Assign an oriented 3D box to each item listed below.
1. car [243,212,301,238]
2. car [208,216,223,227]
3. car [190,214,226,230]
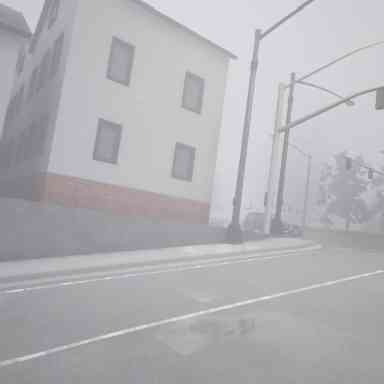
[{"bbox_3d":[6.987,2.946,29.608,2.150,2.045,5.566,12,-7,-35],"label":"car"},{"bbox_3d":[0.985,3.291,37.918,2.033,1.411,5.357,12,-7,-35],"label":"car"},{"bbox_3d":[1.961,3.868,42.839,1.837,1.490,4.892,12,-7,-35],"label":"car"}]
